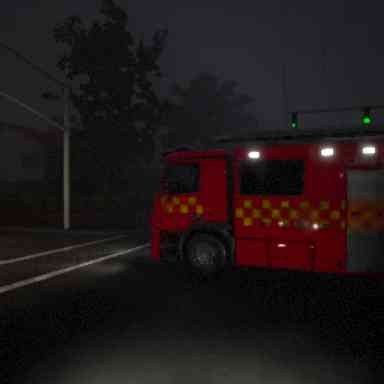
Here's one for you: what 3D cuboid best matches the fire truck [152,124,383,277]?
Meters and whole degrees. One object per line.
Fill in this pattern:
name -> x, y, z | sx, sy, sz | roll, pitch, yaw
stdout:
fire truck -> 3.241, 0.320, 9.072 | 8.468, 3.827, 2.891 | 0, 0, 20
